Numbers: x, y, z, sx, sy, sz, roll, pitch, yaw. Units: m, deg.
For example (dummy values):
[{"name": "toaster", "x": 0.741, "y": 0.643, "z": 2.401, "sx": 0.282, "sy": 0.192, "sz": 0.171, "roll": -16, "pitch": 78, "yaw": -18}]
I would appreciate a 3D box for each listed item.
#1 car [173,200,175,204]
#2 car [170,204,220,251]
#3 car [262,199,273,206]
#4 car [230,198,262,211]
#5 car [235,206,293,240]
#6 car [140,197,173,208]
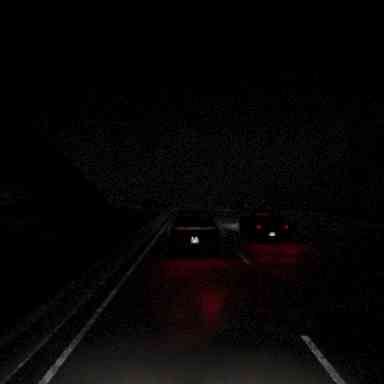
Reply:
[{"name": "car", "x": -4.612, "y": 1.517, "z": 51.669, "sx": 1.837, "sy": 1.490, "sz": 4.892, "roll": 3, "pitch": -2, "yaw": -40}, {"name": "car", "x": 0.101, "y": 1.494, "z": 14.015, "sx": 2.128, "sy": 1.511, "sz": 4.902, "roll": 0, "pitch": 0, "yaw": 0}, {"name": "car", "x": 8.415, "y": 1.535, "z": 41.885, "sx": 1.812, "sy": 1.442, "sz": 4.674, "roll": 1, "pitch": 0, "yaw": -18}, {"name": "car", "x": 5.856, "y": 1.534, "z": 38.048, "sx": 1.812, "sy": 1.442, "sz": 4.674, "roll": 1, "pitch": 0, "yaw": -14}, {"name": "car", "x": 3.600, "y": 1.605, "z": 17.143, "sx": 1.895, "sy": 1.301, "sz": 4.718, "roll": 0, "pitch": 0, "yaw": 0}, {"name": "car", "x": -5.427, "y": 1.557, "z": 47.378, "sx": 2.033, "sy": 1.411, "sz": 5.357, "roll": 0, "pitch": 0, "yaw": -37}]
